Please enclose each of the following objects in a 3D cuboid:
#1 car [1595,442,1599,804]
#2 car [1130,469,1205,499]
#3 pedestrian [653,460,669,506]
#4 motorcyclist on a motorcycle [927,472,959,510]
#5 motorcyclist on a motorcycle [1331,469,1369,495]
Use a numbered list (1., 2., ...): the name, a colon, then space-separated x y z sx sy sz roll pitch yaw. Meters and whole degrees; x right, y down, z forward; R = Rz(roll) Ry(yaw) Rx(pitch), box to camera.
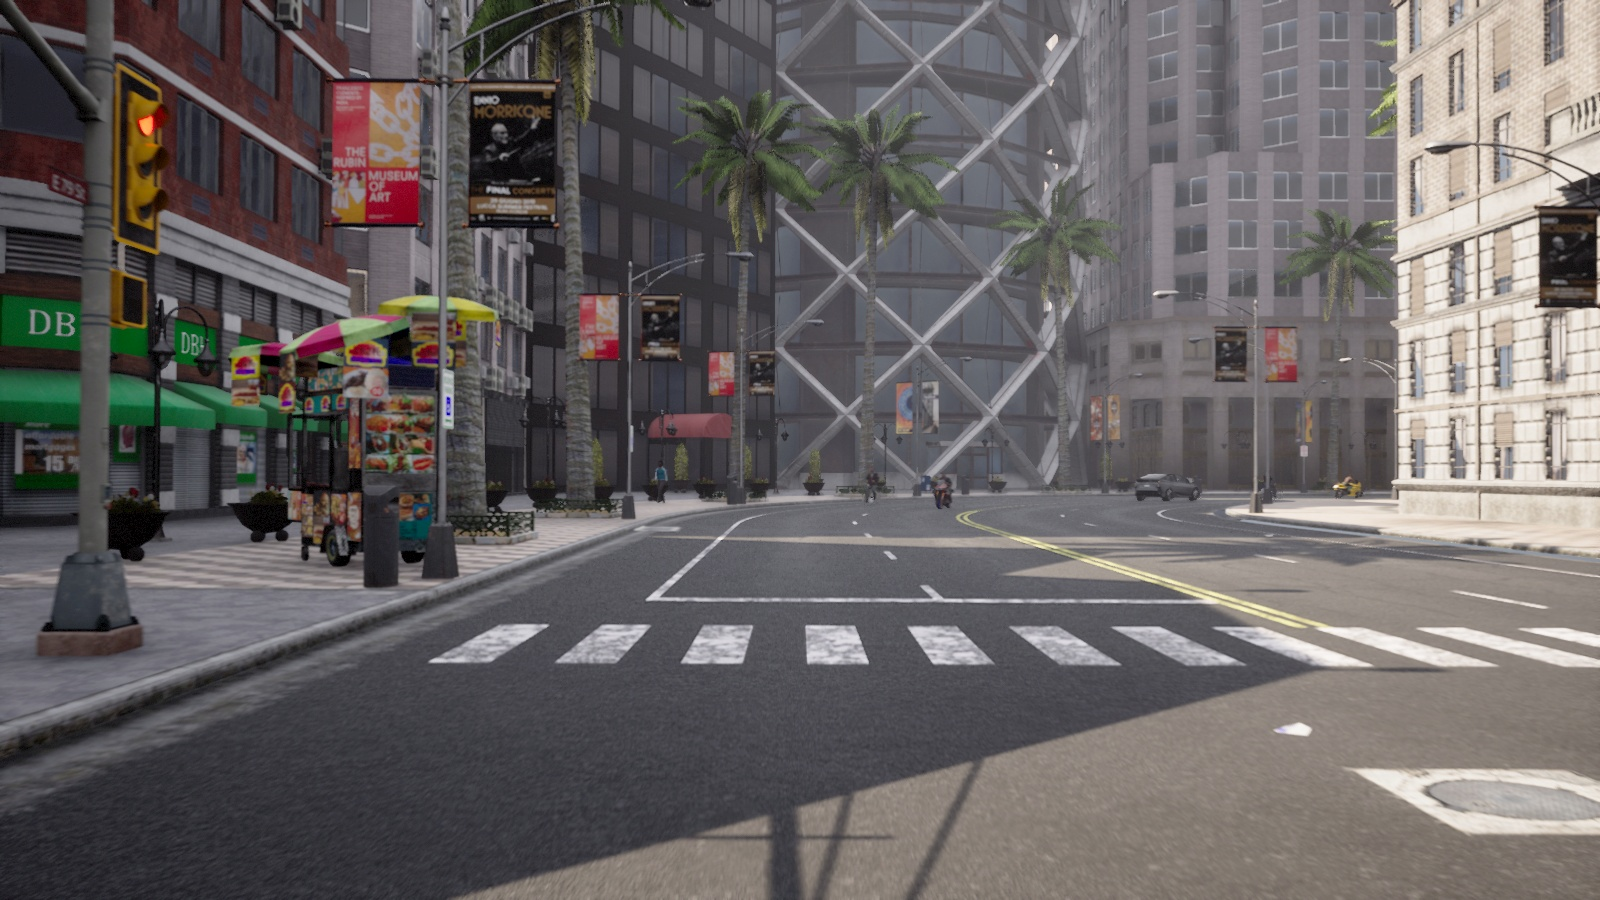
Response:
1. car: 3.496 0.755 1.465 2.033 1.649 4.856 0 -1 0
2. car: 20.017 1.825 68.333 2.007 1.525 4.514 -1 -1 45
3. pedestrian: -5.914 1.387 53.307 0.396 1.930 0.692 -1 -1 21
4. motorcyclist on a motorcycle: 6.002 1.705 52.551 0.866 1.530 2.191 0 -1 20
5. motorcyclist on a motorcycle: 33.234 1.934 75.868 2.044 1.523 0.797 0 -1 -17
